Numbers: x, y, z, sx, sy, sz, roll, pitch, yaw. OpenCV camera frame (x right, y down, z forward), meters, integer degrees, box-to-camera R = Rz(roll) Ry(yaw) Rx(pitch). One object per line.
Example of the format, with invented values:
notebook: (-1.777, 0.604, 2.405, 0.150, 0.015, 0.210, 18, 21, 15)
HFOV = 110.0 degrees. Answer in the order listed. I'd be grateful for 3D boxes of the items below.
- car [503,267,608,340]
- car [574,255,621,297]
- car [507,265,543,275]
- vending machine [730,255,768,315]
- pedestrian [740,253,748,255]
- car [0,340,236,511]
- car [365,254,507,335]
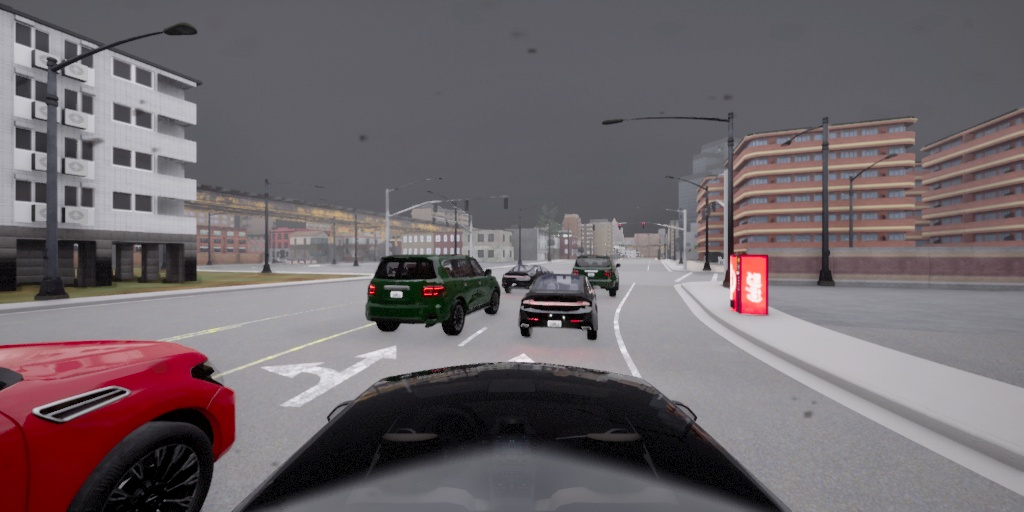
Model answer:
car: (1.435, 1.239, 10.065, 2.128, 1.511, 4.902, 0, 0, 12)
car: (4.552, 0.966, 19.308, 2.150, 2.045, 5.566, 0, 0, 19)
car: (1.103, 1.236, 20.141, 2.128, 1.511, 4.902, 0, 0, 24)
vending machine: (7.810, 0.942, 11.819, 1.100, 2.100, 0.880, 0, 0, 20)
pedestrian: (8.042, 0.792, 12.438, 0.375, 1.860, 0.375, 0, 0, 21)
car: (-3.264, 0.972, 0.504, 2.150, 2.045, 5.566, 0, 0, -2)
car: (-1.999, 0.969, 10.774, 2.150, 2.045, 5.566, 0, 0, 14)
